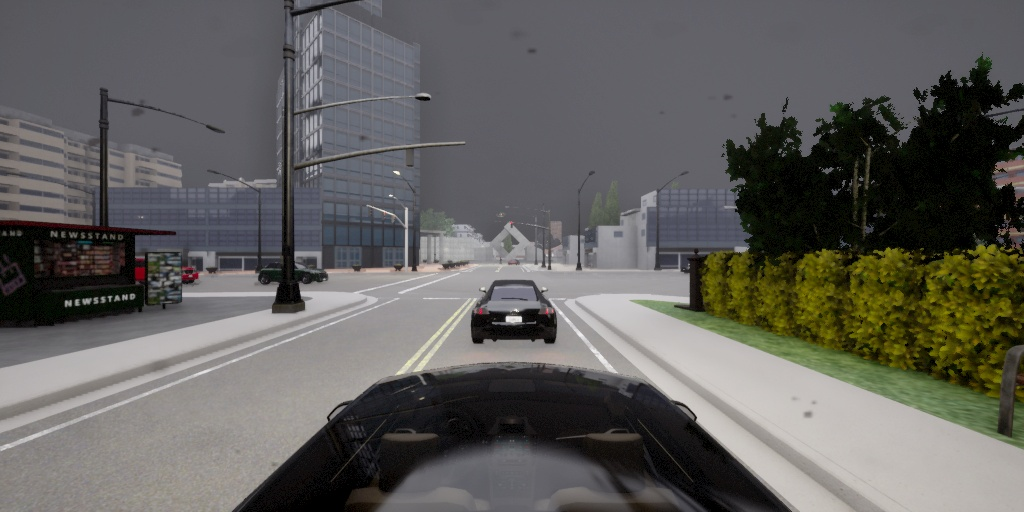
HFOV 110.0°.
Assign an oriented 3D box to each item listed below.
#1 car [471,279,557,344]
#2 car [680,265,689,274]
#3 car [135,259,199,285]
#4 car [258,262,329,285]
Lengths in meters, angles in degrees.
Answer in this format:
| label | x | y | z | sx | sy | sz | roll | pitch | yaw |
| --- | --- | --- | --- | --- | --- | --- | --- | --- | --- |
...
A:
| label | x | y | z | sx | sy | sz | roll | pitch | yaw |
| --- | --- | --- | --- | --- | --- | --- | --- | --- | --- |
| car | 0.045 | 1.314 | 9.637 | 1.994 | 1.385 | 4.181 | 0 | 0 | 0 |
| car | 20.347 | 1.266 | 38.369 | 4.181 | 1.385 | 1.994 | 0 | 0 | -2 |
| car | -27.078 | 1.204 | 27.098 | 5.566 | 2.045 | 2.150 | -1 | 0 | 0 |
| car | -16.494 | 1.210 | 27.224 | 4.553 | 1.767 | 2.097 | -1 | 0 | -1 |
